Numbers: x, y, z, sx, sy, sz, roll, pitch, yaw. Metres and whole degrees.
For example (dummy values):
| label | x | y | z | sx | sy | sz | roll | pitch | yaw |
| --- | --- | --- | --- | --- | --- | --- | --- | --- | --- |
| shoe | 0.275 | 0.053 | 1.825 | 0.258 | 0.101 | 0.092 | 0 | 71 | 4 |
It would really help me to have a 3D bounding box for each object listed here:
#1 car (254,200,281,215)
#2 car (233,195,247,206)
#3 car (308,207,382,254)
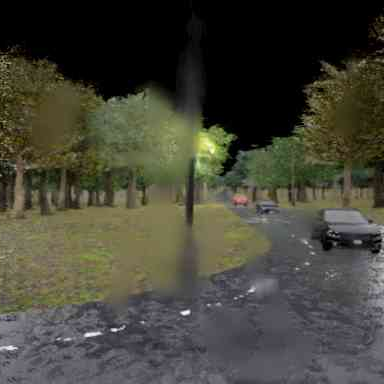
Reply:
| label | x | y | z | sx | sy | sz | roll | pitch | yaw |
| --- | --- | --- | --- | --- | --- | --- | --- | --- | --- |
| car | 7.478 | 1.531 | 33.500 | 2.033 | 1.411 | 5.357 | 1 | 0 | 3 |
| car | 8.691 | 1.498 | 60.195 | 2.150 | 2.045 | 5.566 | 1 | -1 | 3 |
| car | 6.016 | 1.406 | 13.564 | 1.882 | 1.535 | 5.008 | 1 | 0 | 11 |
